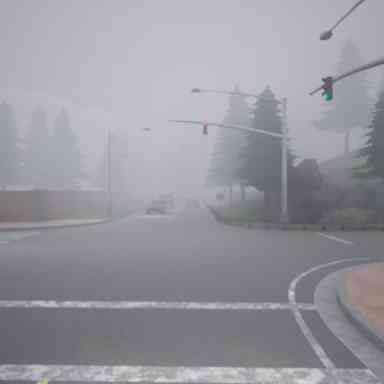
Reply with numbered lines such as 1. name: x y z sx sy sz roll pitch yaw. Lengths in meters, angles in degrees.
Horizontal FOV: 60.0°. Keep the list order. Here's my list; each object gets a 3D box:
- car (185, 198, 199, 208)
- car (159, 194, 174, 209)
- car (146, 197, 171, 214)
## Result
1. car: -0.005 1.578 48.797 1.994 1.385 4.181 0 0 0
2. car: -3.662 1.237 47.140 2.150 2.045 5.566 0 0 0
3. car: -3.652 1.558 35.084 2.033 1.411 5.357 0 0 0
